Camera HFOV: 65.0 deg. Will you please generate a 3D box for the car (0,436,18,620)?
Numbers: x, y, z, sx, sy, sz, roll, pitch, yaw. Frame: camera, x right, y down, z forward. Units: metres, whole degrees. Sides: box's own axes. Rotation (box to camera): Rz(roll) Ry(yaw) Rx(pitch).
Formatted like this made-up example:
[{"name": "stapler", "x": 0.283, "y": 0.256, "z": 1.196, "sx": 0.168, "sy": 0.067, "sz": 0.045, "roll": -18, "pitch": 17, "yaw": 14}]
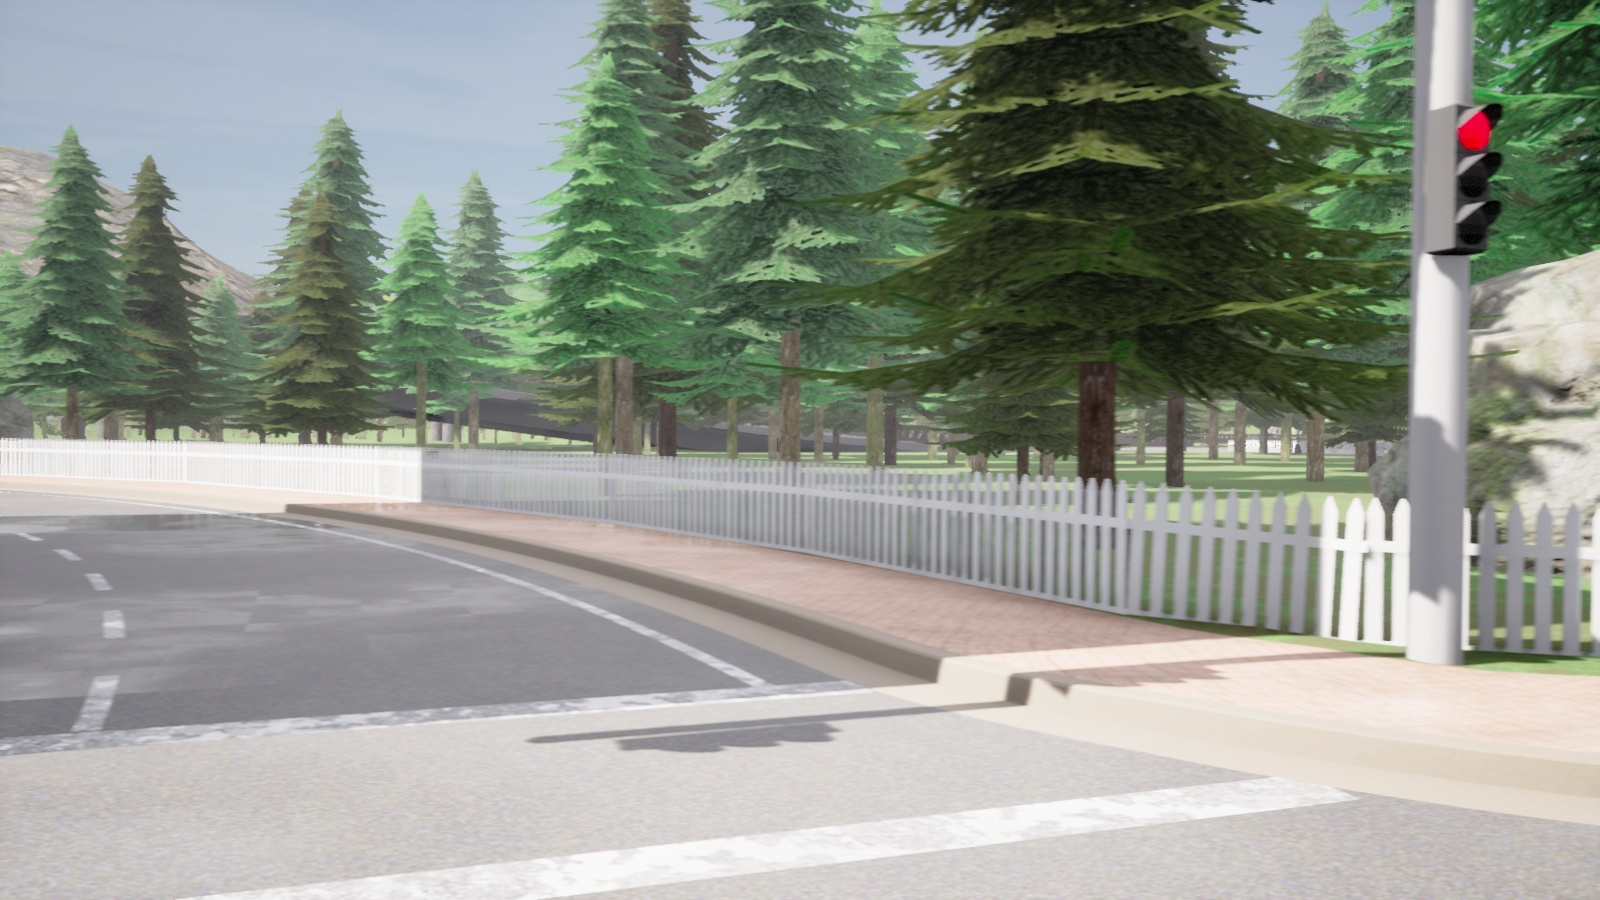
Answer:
[{"name": "car", "x": -8.701, "y": 0.650, "z": 11.866, "sx": 2.128, "sy": 1.511, "sz": 4.902, "roll": -1, "pitch": 1, "yaw": -33}]
